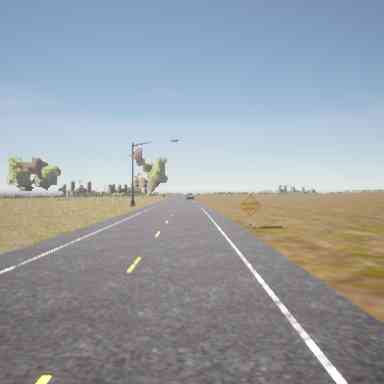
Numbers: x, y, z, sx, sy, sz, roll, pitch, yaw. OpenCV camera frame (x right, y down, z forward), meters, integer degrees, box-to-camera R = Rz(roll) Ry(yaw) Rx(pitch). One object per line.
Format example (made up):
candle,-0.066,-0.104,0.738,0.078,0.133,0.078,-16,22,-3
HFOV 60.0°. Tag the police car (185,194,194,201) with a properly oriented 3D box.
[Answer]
police car,-0.377,1.554,89.896,1.930,1.638,5.238,0,0,-2

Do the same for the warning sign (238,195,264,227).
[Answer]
warning sign,3.476,1.108,19.753,1.300,1.860,1.060,0,0,0
